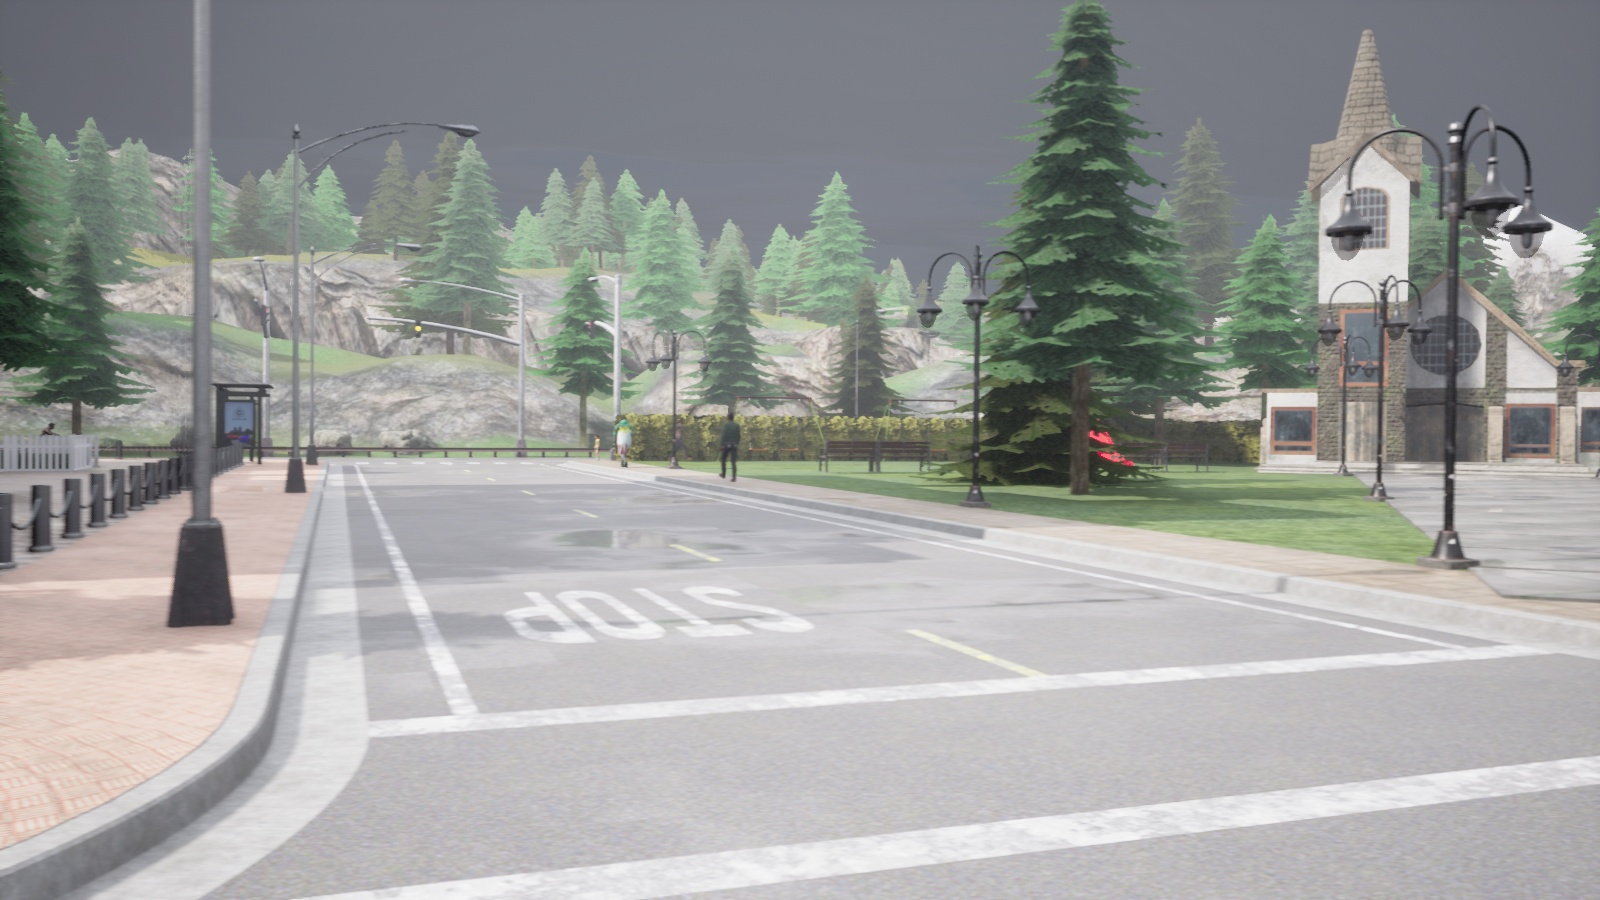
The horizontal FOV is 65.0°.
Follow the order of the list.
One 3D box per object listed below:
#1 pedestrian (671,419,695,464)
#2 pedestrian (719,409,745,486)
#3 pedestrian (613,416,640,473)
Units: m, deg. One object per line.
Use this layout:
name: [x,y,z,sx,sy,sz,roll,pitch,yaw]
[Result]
pedestrian: [-4.743,-0.338,50.814,0.869,1.805,0.328,-1,1,11]
pedestrian: [-1.758,-0.067,32.481,0.423,1.949,0.788,-1,1,-21]
pedestrian: [-5.971,-0.196,43.228,0.659,1.952,0.873,-1,1,-24]
